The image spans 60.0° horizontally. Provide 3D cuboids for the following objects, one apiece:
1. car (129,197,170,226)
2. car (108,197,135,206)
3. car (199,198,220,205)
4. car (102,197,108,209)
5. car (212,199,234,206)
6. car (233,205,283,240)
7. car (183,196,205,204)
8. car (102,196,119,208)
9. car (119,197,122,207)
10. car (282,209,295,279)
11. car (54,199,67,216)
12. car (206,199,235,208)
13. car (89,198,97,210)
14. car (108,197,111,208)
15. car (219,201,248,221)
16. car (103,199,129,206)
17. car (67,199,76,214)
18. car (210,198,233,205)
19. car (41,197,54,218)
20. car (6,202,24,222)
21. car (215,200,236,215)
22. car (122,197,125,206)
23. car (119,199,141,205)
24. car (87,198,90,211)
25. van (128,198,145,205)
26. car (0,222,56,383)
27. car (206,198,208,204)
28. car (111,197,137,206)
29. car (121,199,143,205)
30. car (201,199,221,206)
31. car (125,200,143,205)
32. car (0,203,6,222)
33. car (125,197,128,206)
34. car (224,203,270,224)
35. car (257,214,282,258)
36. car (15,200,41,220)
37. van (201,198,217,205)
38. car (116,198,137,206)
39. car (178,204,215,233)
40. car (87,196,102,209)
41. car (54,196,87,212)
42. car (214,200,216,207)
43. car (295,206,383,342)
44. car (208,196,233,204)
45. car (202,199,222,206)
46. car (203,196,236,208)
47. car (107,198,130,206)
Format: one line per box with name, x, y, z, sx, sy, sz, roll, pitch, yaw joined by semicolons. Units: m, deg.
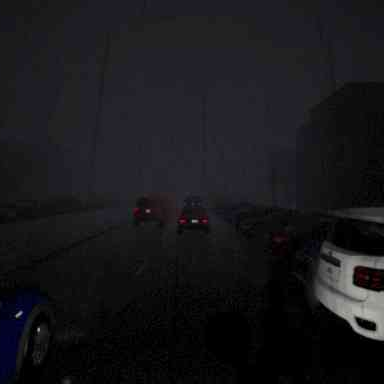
car;-2.901;1.370;24.673;2.150;2.045;5.566;0;0;0
car;-15.796;2.109;74.663;5.566;2.045;2.435;0;-2;0
car;4.675;2.572;91.096;5.566;2.045;2.435;0;-2;0
car;-15.713;1.858;49.866;5.008;1.535;2.097;0;-1;0
car;4.702;1.695;32.880;4.892;1.521;2.231;0;0;0
car;4.716;1.570;16.205;4.892;1.521;2.231;0;0;0
car;0.098;1.496;39.665;2.150;2.045;5.566;0;0;0
car;-15.544;1.922;55.378;5.366;1.575;1.946;0;-1;0
car;-15.707;1.719;58.134;5.566;2.045;2.435;0;-1;0
car;4.742;1.394;7.780;4.553;1.767;2.185;0;0;0
car;-15.680;1.693;33.323;5.008;1.535;2.097;0;0;0
car;4.705;1.952;55.107;4.674;1.452;2.002;0;-1;0
car;-15.737;1.830;44.351;4.792;1.488;2.163;0;-1;0
car;-15.721;1.931;52.620;4.674;1.452;2.002;0;-1;0
car;4.715;1.627;24.418;4.892;1.521;2.231;0;0;0
car;-15.786;2.237;69.145;4.792;1.488;2.163;0;-2;0
car;-15.662;1.748;36.078;4.792;1.488;2.163;0;0;0
car;4.714;1.717;35.660;5.008;1.535;2.097;0;-1;0
car;-15.649;1.544;30.567;4.553;1.767;2.185;0;-1;0
car;-15.667;1.665;25.015;4.674;1.452;2.002;0;0;0
car;4.703;1.647;27.197;5.008;1.535;2.097;0;0;0
car;-15.712;1.766;60.891;5.566;2.045;2.435;0;-1;0
car;-15.975;2.674;85.682;5.366;1.575;1.946;0;-2;0
car;-15.699;1.812;41.594;4.674;1.452;2.002;0;-1;0
van;-15.689;2.678;93.961;4.442;1.987;1.878;0;-1;0
car;-2.899;1.366;2.715;2.097;1.767;4.553;0;0;0
car;4.893;1.790;43.871;5.366;1.575;1.946;0;-1;0
car;-15.745;2.189;77.420;5.566;2.045;2.435;0;-2;0
car;-15.980;2.752;88.441;5.366;1.575;1.946;0;-2;0
car;4.700;2.592;82.874;5.008;1.535;2.097;0;-2;0
car;-15.798;2.870;91.196;4.674;1.452;2.002;0;-2;0
car;-15.635;1.634;22.294;4.792;1.488;2.163;0;0;0
car;-15.717;1.824;63.644;5.566;2.045;2.435;0;-1;0
car;4.706;1.647;21.764;4.674;1.452;2.002;0;0;0
car;4.707;1.575;10.649;4.674;1.452;2.002;0;0;0
car;-15.704;1.675;27.809;4.792;1.488;2.163;0;0;0
van;4.823;2.676;93.994;4.442;1.987;1.878;0;-2;0
car;-15.747;2.394;80.173;4.553;1.767;2.185;0;-2;0
car;0.099;1.666;20.543;2.033;1.411;5.357;0;0;0
car;-15.744;1.704;47.110;4.553;1.767;2.185;0;-1;0
car;-15.725;1.494;38.839;5.566;2.045;2.435;0;-1;0
car;4.738;1.700;30.102;4.792;1.488;2.163;0;0;0
car;4.738;1.253;4.968;5.566;2.045;2.435;0;0;0
car;4.680;1.642;41.210;4.553;1.767;2.185;0;-1;0
car;4.735;2.540;80.095;4.792;1.488;2.163;0;-2;0
car;4.678;1.702;57.886;5.566;2.045;2.435;0;-1;0
car;-15.793;2.155;71.906;4.553;1.767;2.185;0;-2;0
